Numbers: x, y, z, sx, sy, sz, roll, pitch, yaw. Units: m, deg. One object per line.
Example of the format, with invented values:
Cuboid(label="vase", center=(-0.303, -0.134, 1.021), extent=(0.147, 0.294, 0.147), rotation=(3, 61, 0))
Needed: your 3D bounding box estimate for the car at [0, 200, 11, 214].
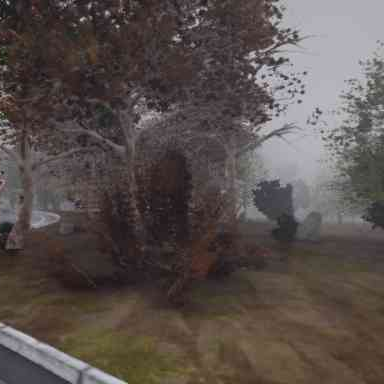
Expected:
Cuboid(label="car", center=(-19.014, 1.364, 31.155), extent=(4.718, 1.301, 1.895), rotation=(1, 0, 37))
